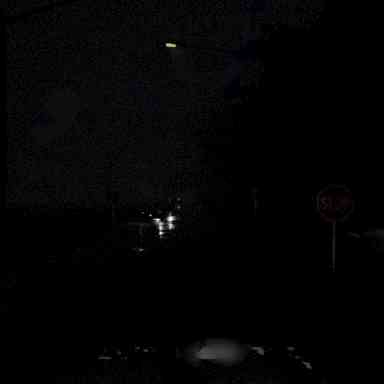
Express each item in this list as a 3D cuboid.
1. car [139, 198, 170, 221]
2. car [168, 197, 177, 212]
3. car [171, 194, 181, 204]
[{"bbox_3d":[-3.099,1.500,27.221,1.837,1.490,4.892,0,0,0],"label":"car"},{"bbox_3d":[-3.097,1.590,39.073,1.895,1.301,4.718,0,0,0],"label":"car"},{"bbox_3d":[-3.028,1.240,58.702,2.097,1.767,4.553,0,0,0],"label":"car"}]
